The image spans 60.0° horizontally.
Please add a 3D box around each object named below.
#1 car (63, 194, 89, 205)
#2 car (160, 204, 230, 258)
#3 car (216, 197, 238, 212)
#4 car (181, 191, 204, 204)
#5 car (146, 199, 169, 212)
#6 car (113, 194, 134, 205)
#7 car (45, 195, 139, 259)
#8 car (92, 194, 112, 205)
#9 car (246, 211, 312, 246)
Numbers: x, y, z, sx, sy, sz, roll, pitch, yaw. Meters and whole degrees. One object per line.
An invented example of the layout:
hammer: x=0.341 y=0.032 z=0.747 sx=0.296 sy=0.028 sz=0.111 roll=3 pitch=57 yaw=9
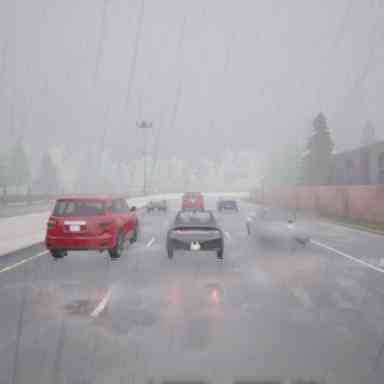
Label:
car: x=-17.571 y=1.106 z=50.715 sx=2.128 sy=1.511 sz=4.902 roll=0 pitch=0 yaw=0
car: x=0.097 y=1.397 z=12.251 sx=2.128 sy=1.511 sz=4.902 roll=0 pitch=0 yaw=0
car: x=3.594 y=1.211 z=34.892 sx=1.882 sy=1.535 sz=5.008 roll=0 pitch=0 yaw=0
car: x=0.095 y=0.960 z=34.263 sx=2.150 sy=2.045 sz=5.566 roll=0 pitch=0 yaw=0
car: x=-3.406 y=1.343 z=33.804 sx=1.895 sy=1.301 sz=4.718 roll=0 pitch=0 yaw=0
car: x=-10.562 y=1.099 z=51.508 sx=2.128 sy=1.511 sz=4.902 roll=0 pitch=0 yaw=0
car: x=-3.404 y=1.127 z=12.352 sx=2.150 sy=2.045 sz=5.566 roll=0 pitch=0 yaw=0
car: x=-14.065 y=1.080 z=52.246 sx=1.882 sy=1.535 sz=5.008 roll=0 pitch=1 yaw=0
car: x=3.598 y=1.488 z=14.732 sx=1.895 sy=1.301 sz=4.718 roll=0 pitch=0 yaw=0
